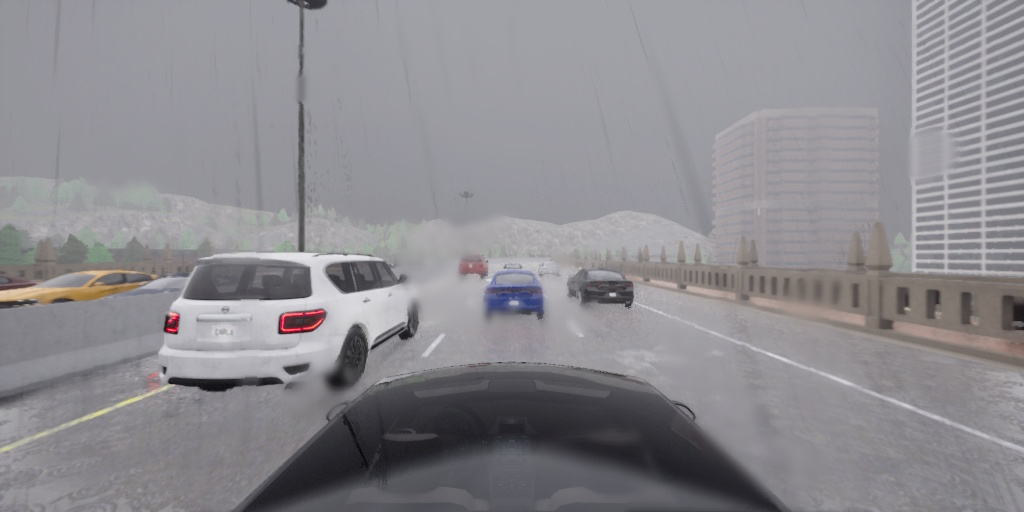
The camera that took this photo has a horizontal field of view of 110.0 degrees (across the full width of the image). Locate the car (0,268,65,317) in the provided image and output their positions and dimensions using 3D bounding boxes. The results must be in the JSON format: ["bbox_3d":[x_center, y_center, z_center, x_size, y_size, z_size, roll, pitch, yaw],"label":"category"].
[{"bbox_3d":[-17.601,1.231,10.848,1.882,1.535,5.008,0,0,0],"label":"car"}]

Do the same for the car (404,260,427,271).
[{"bbox_3d":[-14.076,1.319,52.613,2.033,1.411,5.357,0,0,0],"label":"car"}]

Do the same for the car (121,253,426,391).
[{"bbox_3d":[-3.412,0.974,6.911,2.150,2.045,5.566,0,0,0],"label":"car"}]

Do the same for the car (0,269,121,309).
[{"bbox_3d":[-14.102,1.231,12.098,1.882,1.535,5.008,0,0,0],"label":"car"}]

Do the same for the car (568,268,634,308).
[{"bbox_3d":[3.598,1.234,15.280,1.882,1.535,5.008,0,0,0],"label":"car"}]

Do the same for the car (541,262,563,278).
[{"bbox_3d":[3.580,1.290,34.309,1.812,1.442,4.674,0,0,0],"label":"car"}]

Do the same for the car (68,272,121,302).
[{"bbox_3d":[-10.601,1.279,11.681,1.812,1.442,4.674,0,0,0],"label":"car"}]

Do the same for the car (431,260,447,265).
[{"bbox_3d":[-10.581,1.277,52.198,1.837,1.490,4.892,0,0,0],"label":"car"}]

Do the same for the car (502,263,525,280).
[{"bbox_3d":[0.094,1.364,32.109,1.895,1.301,4.718,0,0,0],"label":"car"}]

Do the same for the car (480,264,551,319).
[{"bbox_3d":[0.099,1.233,12.808,1.882,1.535,5.008,0,0,0],"label":"car"}]

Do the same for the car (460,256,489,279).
[{"bbox_3d":[-3.406,0.985,32.921,2.150,2.045,5.566,0,0,0],"label":"car"}]

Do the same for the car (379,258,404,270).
[{"bbox_3d":[-17.577,1.124,52.361,2.097,1.767,4.553,0,0,0],"label":"car"}]
